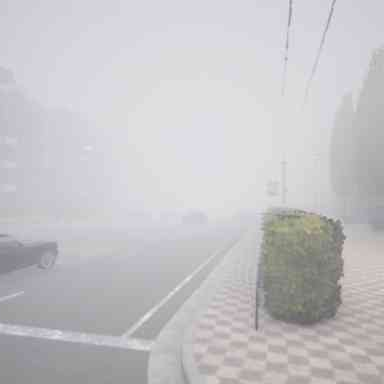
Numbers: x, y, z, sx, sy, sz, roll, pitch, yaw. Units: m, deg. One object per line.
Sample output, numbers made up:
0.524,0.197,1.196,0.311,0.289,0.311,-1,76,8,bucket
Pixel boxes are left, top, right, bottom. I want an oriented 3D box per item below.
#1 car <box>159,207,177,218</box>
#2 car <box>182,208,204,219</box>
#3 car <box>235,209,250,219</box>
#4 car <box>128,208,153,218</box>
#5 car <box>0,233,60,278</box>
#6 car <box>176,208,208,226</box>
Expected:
-3.388,3.002,49.257,2.128,1.511,4.902,1,-2,13,car
0.167,3.118,49.065,2.033,1.411,5.357,1,-2,14,car
7.601,3.305,50.084,1.994,1.385,4.181,1,-2,13,car
-7.357,2.936,47.736,2.033,1.411,5.357,1,-2,14,car
-5.779,1.803,9.398,1.895,1.301,4.718,1,-2,10,car
0.334,2.655,34.358,2.033,1.411,5.357,1,-2,13,car
